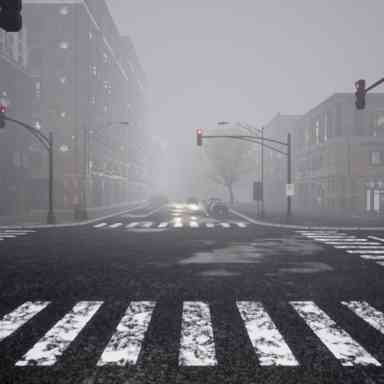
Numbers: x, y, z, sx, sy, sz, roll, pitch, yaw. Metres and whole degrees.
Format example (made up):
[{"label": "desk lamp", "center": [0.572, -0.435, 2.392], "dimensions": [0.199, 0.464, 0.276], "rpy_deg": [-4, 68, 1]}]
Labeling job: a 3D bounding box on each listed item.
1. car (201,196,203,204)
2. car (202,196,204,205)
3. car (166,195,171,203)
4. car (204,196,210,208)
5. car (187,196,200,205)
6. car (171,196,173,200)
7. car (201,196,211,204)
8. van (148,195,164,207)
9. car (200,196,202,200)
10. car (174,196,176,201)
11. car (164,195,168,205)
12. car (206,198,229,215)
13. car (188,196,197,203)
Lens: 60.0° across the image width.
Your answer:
[{"label": "car", "center": [2.759, 1.640, 50.686], "dimensions": [1.802, 1.307, 4.206], "rpy_deg": [0, 0, 0]}, {"label": "car", "center": [2.751, 1.488, 44.988], "dimensions": [1.967, 1.590, 4.097], "rpy_deg": [0, 0, 0]}, {"label": "car", "center": [-5.607, 1.397, 62.092], "dimensions": [2.192, 1.841, 5.009], "rpy_deg": [0, 0, 0]}, {"label": "car", "center": [2.744, 1.479, 39.292], "dimensions": [1.967, 1.590, 4.097], "rpy_deg": [0, 0, 0]}, {"label": "car", "center": [0.084, 1.556, 60.371], "dimensions": [1.882, 1.535, 5.008], "rpy_deg": [0, 0, 0]}, {"label": "car", "center": [-5.598, 1.662, 67.789], "dimensions": [1.947, 1.339, 4.313], "rpy_deg": [0, 0, 0]}, {"label": "car", "center": [2.782, 1.537, 67.776], "dimensions": [1.967, 1.590, 4.097], "rpy_deg": [0, 0, 0]}, {"label": "van", "center": [-5.622, 1.399, 50.698], "dimensions": [1.690, 1.788, 3.998], "rpy_deg": [0, 0, 0]}, {"label": "car", "center": [2.775, 1.633, 62.079], "dimensions": [2.008, 1.369, 4.403], "rpy_deg": [0, 0, 0]}, {"label": "car", "center": [-5.568, 1.687, 90.406], "dimensions": [1.752, 1.417, 4.829], "rpy_deg": [0, 0, 0]}, {"label": "car", "center": [-5.614, 1.651, 56.395], "dimensions": [1.802, 1.307, 4.206], "rpy_deg": [0, 0, 0]}, {"label": "car", "center": [2.736, 1.580, 33.595], "dimensions": [2.008, 1.369, 4.403], "rpy_deg": [0, 0, 0]}, {"label": "car", "center": [0.098, 1.540, 70.788], "dimensions": [1.812, 1.442, 4.674], "rpy_deg": [0, 0, 0]}]
